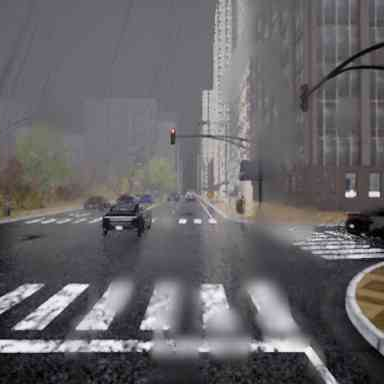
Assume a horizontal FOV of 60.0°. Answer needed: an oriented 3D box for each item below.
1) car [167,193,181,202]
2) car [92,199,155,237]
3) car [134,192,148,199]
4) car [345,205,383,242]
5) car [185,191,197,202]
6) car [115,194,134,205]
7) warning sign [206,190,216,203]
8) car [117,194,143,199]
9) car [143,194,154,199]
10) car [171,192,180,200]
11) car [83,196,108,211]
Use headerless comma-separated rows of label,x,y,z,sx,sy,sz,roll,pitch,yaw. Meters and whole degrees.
car,-3.434,1.015,60.257,1.812,1.442,4.674,0,0,0
car,-3.204,1.319,17.016,2.128,1.511,4.902,0,1,0
car,-9.950,0.674,65.243,1.895,1.301,4.718,0,0,0
car,8.928,1.224,13.621,5.008,1.535,1.882,0,-2,-4
car,-0.183,1.039,59.883,2.033,1.411,5.357,0,0,0
car,-9.983,1.055,49.824,1.837,1.490,4.892,0,1,0
warning sign,2.682,0.680,47.991,1.300,1.860,1.060,-1,-1,0
car,-6.699,1.167,35.001,1.837,1.490,4.892,0,1,0
car,-6.735,1.031,49.743,1.882,1.535,5.008,0,1,0
car,-3.466,0.837,70.293,1.812,1.442,4.674,0,0,0
car,-9.950,1.167,34.950,1.837,1.490,4.892,0,1,0
